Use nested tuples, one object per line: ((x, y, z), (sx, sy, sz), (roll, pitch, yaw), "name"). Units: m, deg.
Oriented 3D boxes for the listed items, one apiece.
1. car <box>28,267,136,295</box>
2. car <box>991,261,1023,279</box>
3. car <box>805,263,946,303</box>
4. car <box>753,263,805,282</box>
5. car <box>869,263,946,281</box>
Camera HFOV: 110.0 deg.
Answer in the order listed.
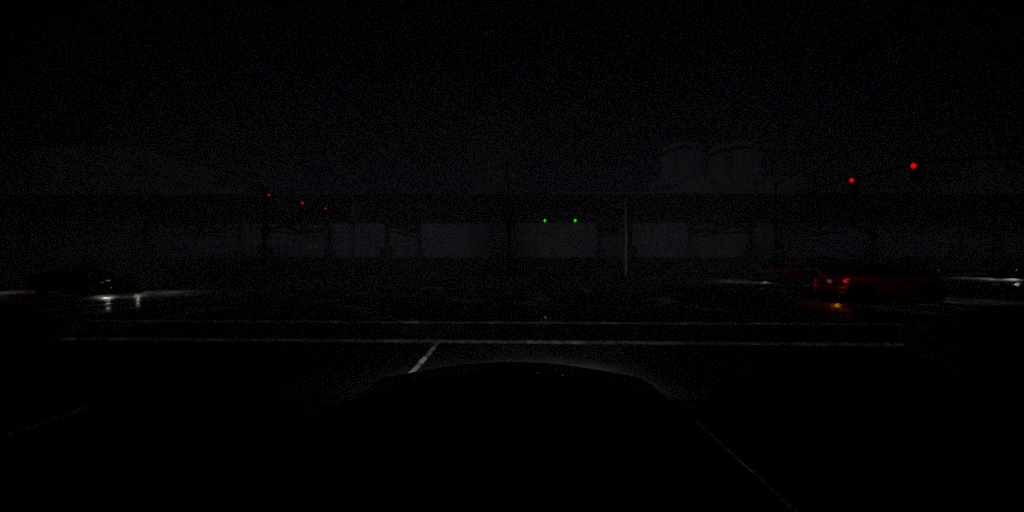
((-25.185, 1.413, 21.117), (5.008, 1.535, 1.882), (0, -1, 2), "car")
((43.206, 1.102, 29.942), (4.674, 1.442, 1.812), (-1, -1, 2), "car")
((16.739, 1.157, 16.474), (4.553, 1.767, 2.097), (0, -1, 2), "car")
((23.293, 1.348, 30.496), (5.008, 1.535, 1.882), (-1, -1, 2), "car")
((33.202, 1.308, 30.224), (4.181, 1.385, 1.994), (-1, -1, 1), "car")
